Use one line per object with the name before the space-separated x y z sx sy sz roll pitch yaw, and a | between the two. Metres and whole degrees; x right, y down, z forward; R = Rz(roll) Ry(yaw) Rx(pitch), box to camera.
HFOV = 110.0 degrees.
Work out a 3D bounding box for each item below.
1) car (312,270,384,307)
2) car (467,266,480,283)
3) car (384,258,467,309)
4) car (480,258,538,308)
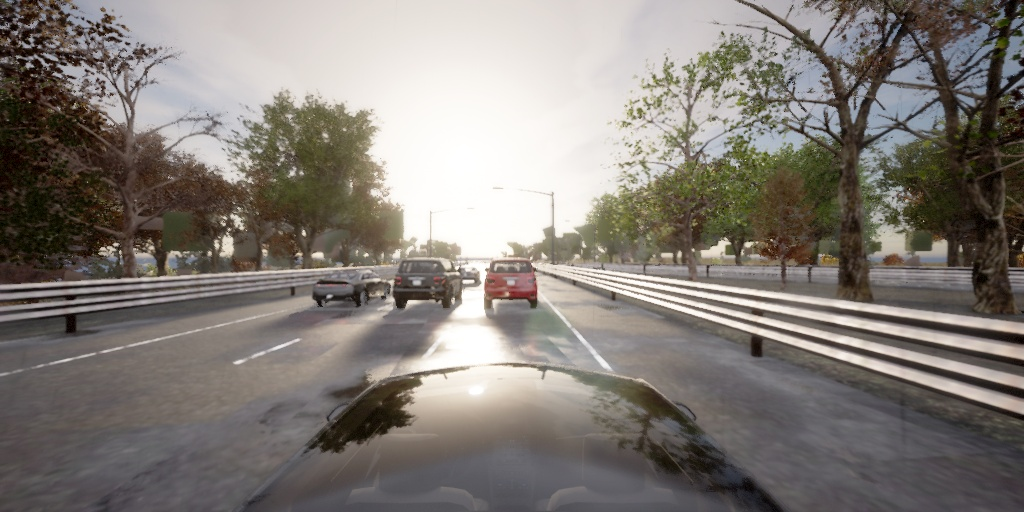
car | -7.058 1.385 16.273 2.128 1.511 4.902 0 0 0
car | -3.766 1.589 31.044 2.033 1.411 5.357 0 -1 -1
car | -3.559 1.106 16.019 2.150 2.045 5.566 0 0 0
car | -0.059 1.106 16.067 2.150 2.045 5.566 0 0 0
